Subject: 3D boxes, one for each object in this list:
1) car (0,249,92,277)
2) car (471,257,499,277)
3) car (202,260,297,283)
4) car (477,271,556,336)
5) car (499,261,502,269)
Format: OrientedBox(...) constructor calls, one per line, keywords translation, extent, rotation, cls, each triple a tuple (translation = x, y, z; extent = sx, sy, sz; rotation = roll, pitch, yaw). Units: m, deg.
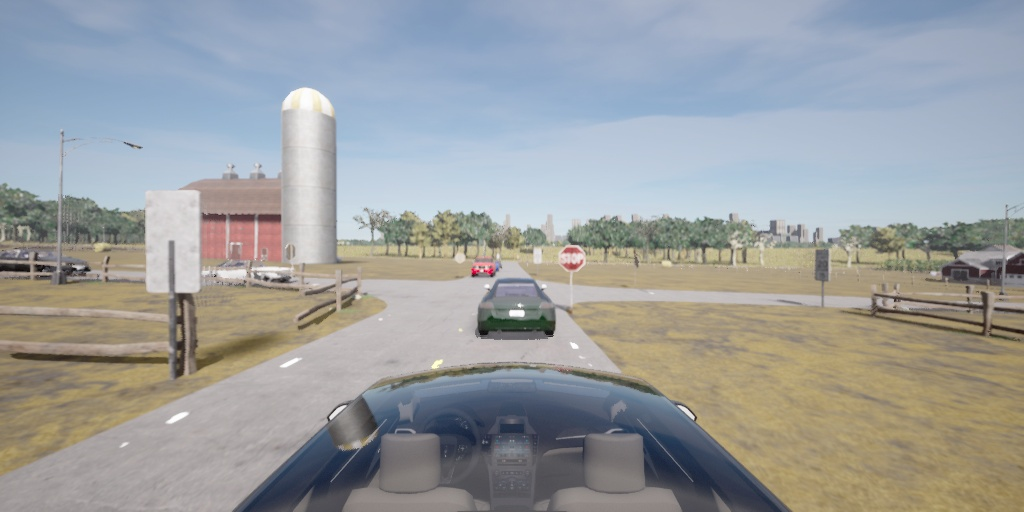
OrientedBox(translation=(-27.612, 0.382, 20.927), extent=(4.902, 1.511, 2.128), rotation=(2, 1, 0), cls="car")
OrientedBox(translation=(-2.835, 1.080, 36.761), extent=(2.150, 2.045, 5.566), rotation=(0, 0, 1), cls="car")
OrientedBox(translation=(-15.310, 0.908, 20.940), extent=(4.718, 1.301, 1.895), rotation=(2, 1, -1), cls="car")
OrientedBox(translation=(0.107, 1.305, 10.388), extent=(1.994, 1.385, 4.181), rotation=(0, 0, 0), cls="car")
OrientedBox(translation=(-2.796, 1.439, 50.377), extent=(1.882, 1.535, 5.008), rotation=(0, 0, 0), cls="car")
